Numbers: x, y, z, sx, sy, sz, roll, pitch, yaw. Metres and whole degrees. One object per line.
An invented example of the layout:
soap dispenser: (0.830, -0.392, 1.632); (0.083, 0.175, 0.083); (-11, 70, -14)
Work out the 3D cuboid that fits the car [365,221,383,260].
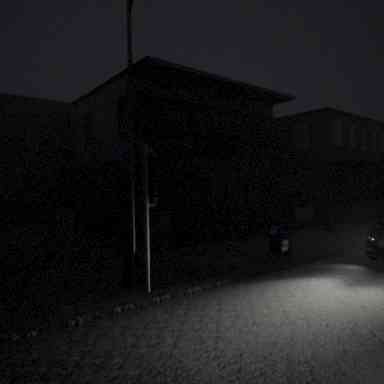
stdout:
car: (7.268, 1.307, 10.498); (4.902, 1.511, 2.128); (-1, 1, -39)
